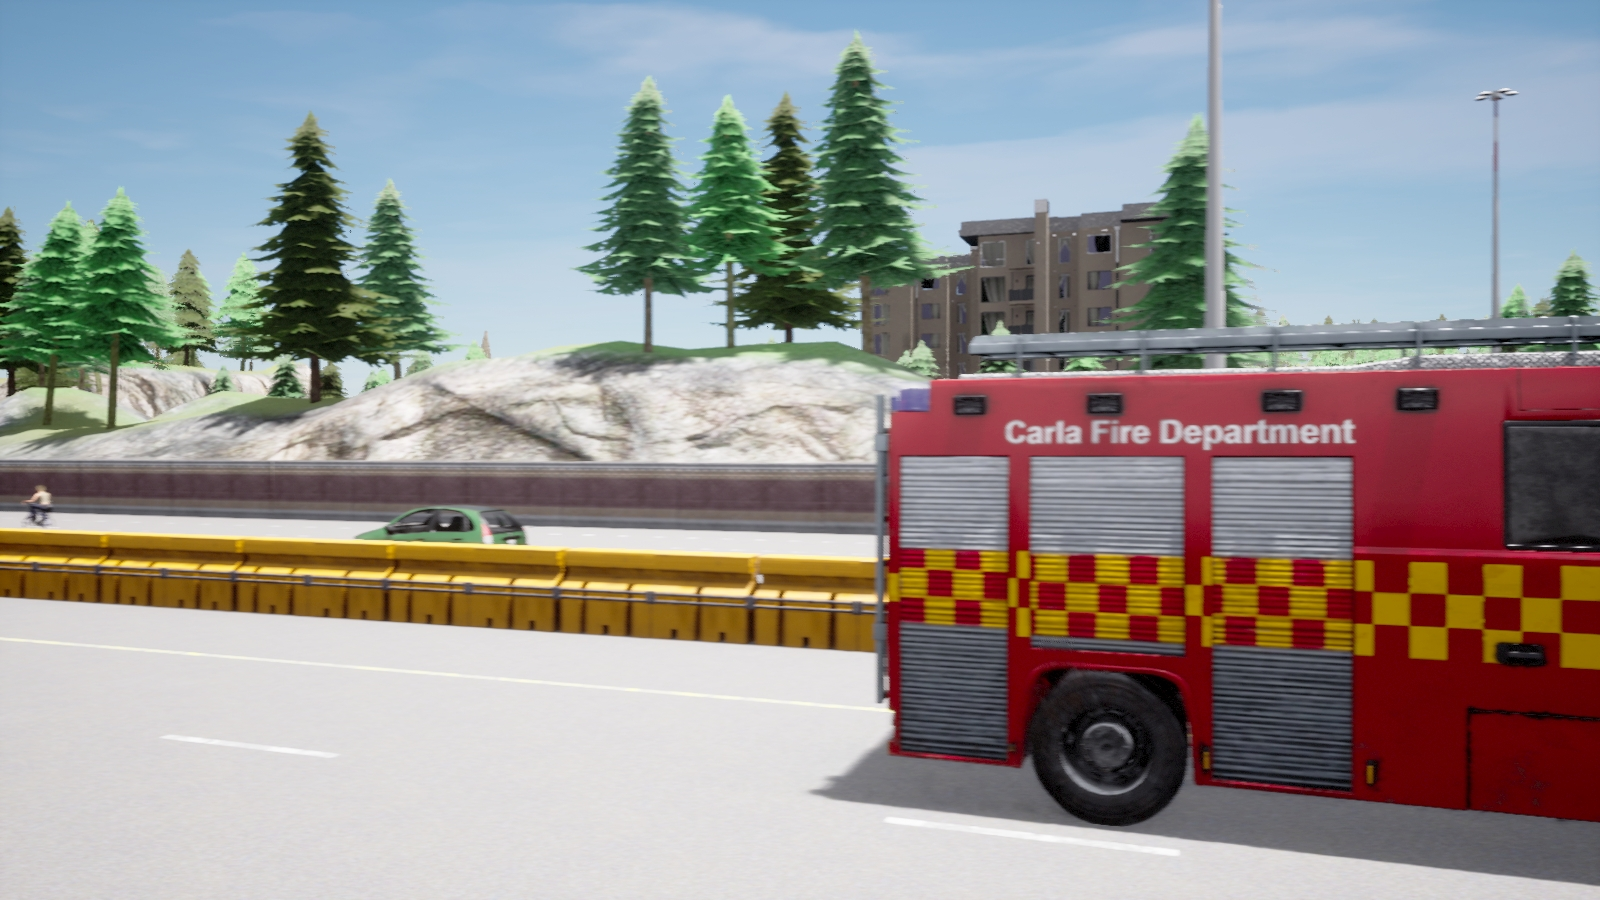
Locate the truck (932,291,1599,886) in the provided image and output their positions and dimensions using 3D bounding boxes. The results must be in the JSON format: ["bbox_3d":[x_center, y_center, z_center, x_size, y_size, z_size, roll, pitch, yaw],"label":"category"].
[{"bbox_3d":[5.494,0.891,8.762,8.468,3.827,2.891,0,0,20],"label":"truck"}]

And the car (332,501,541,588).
[{"bbox_3d":[-7.858,1.990,24.761,3.988,1.617,1.851,0,0,20],"label":"car"}]
